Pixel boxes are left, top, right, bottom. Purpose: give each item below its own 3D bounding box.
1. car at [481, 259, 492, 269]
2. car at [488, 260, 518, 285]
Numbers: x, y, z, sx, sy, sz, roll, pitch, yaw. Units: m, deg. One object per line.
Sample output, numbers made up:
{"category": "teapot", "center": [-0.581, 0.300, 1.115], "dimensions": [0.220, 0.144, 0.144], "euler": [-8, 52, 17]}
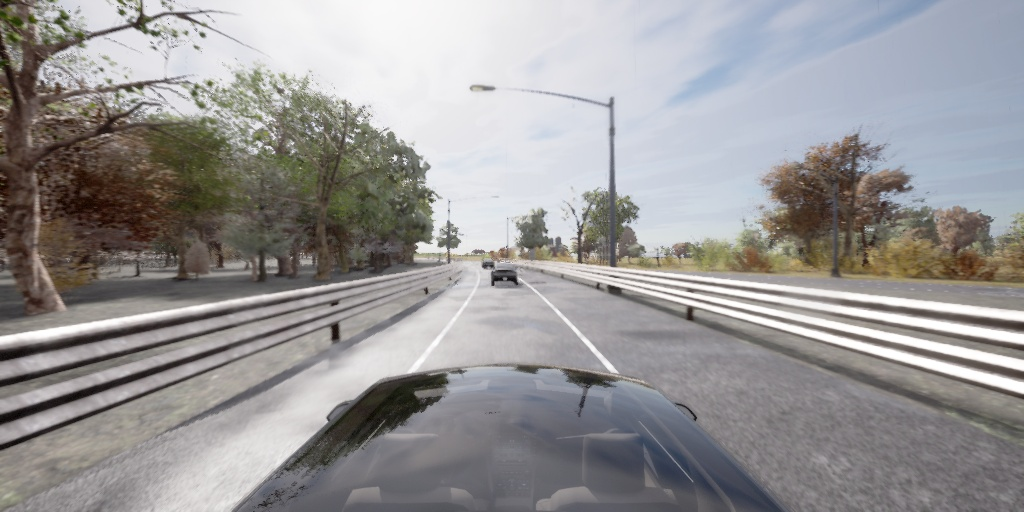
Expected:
{"category": "car", "center": [-3.874, 1.234, 56.614], "dimensions": [1.837, 1.490, 4.892], "euler": [0, 0, -9]}
{"category": "car", "center": [-0.644, 1.261, 26.411], "dimensions": [1.837, 1.490, 4.892], "euler": [0, 0, -4]}
